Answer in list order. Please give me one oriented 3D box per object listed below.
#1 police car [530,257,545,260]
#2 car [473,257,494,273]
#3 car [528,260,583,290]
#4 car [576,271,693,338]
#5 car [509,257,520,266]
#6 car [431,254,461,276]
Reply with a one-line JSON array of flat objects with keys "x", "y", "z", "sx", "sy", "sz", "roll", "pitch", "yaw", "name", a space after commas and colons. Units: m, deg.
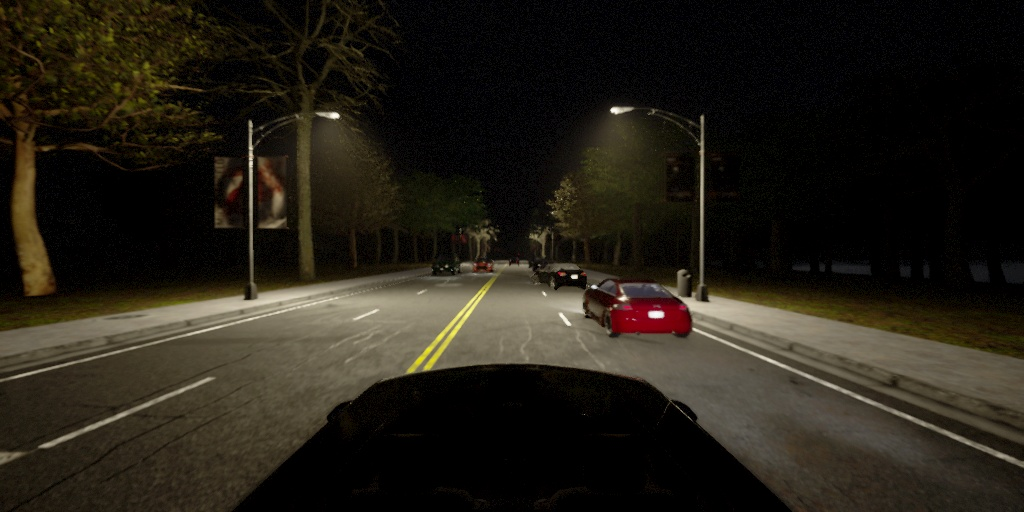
[{"x": 3.422, "y": 1.028, "z": 43.178, "sx": 1.930, "sy": 1.638, "sz": 5.238, "roll": 0, "pitch": 0, "yaw": 0, "name": "police car"}, {"x": -3.183, "y": 0.962, "z": 40.303, "sx": 2.097, "sy": 1.767, "sz": 4.553, "roll": 0, "pitch": 0, "yaw": 1, "name": "car"}, {"x": 2.869, "y": 1.179, "z": 21.965, "sx": 2.163, "sy": 1.488, "sz": 4.792, "roll": 0, "pitch": 0, "yaw": -14, "name": "car"}, {"x": 3.258, "y": 1.282, "z": 10.099, "sx": 1.994, "sy": 1.385, "sz": 4.181, "roll": 0, "pitch": 0, "yaw": 0, "name": "car"}, {"x": 0.378, "y": 1.046, "z": 63.817, "sx": 1.837, "sy": 1.490, "sz": 4.892, "roll": 0, "pitch": 0, "yaw": 1, "name": "car"}, {"x": -6.473, "y": 0.846, "z": 35.962, "sx": 2.150, "sy": 2.045, "sz": 5.566, "roll": 0, "pitch": 0, "yaw": 0, "name": "car"}]
